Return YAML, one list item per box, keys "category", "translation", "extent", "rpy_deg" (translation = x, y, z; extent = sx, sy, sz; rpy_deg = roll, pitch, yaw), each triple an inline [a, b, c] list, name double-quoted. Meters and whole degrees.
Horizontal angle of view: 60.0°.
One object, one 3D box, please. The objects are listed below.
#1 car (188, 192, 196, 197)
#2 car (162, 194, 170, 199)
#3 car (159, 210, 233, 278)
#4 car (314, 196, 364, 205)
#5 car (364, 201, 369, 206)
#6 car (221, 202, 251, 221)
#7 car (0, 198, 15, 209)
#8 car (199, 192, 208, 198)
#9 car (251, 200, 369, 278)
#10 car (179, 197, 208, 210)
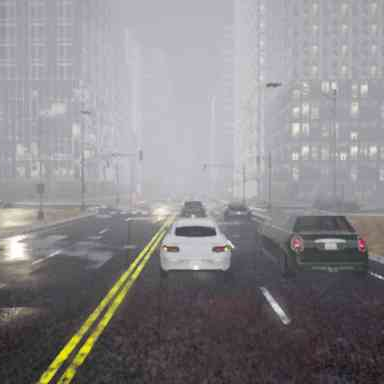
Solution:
- category: "car"
  translation: [-0.060, 1.024, 87.665]
  extent: [1.837, 1.490, 4.892]
  rpy_deg: [0, 0, 0]
- category: "car"
  translation: [-6.559, 1.106, 84.561]
  extent: [1.994, 1.385, 4.181]
  rpy_deg: [0, 0, 0]
- category: "car"
  translation: [0.094, 1.480, 9.911]
  extent: [1.812, 1.442, 4.674]
  rpy_deg: [0, 0, 0]
- category: "car"
  translation: [16.176, 1.345, 37.721]
  extent: [5.009, 1.841, 2.192]
  rpy_deg: [0, 1, 1]
- category: "car"
  translation: [21.779, 1.431, 46.012]
  extent: [4.829, 1.417, 1.752]
  rpy_deg: [0, 1, 1]
- category: "car"
  translation: [3.333, 1.437, 25.641]
  extent: [1.994, 1.385, 4.181]
  rpy_deg: [0, 0, 0]
- category: "car"
  translation: [-22.751, 1.255, 38.223]
  extent: [4.313, 1.339, 1.947]
  rpy_deg: [1, 1, 1]
- category: "car"
  translation: [3.190, 1.002, 87.666]
  extent: [1.882, 1.535, 5.008]
  rpy_deg: [0, 0, 0]
- category: "car"
  translation: [3.341, 1.305, 10.139]
  extent: [2.097, 1.767, 4.553]
  rpy_deg: [0, 0, 0]
- category: "car"
  translation: [0.083, 1.379, 25.367]
  extent: [1.837, 1.490, 4.892]
  rpy_deg: [0, 0, 0]
